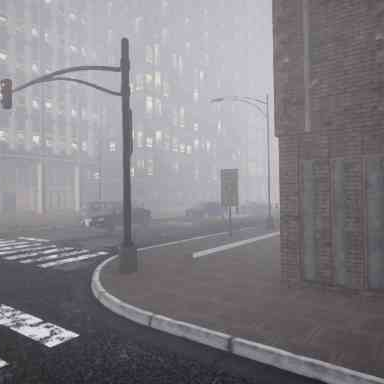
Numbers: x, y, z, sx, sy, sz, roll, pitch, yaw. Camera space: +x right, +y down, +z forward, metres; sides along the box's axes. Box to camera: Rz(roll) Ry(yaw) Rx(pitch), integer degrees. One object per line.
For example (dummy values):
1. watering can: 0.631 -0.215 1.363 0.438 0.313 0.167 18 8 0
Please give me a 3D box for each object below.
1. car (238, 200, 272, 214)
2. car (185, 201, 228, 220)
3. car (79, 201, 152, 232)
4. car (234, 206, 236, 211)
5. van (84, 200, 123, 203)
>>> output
1. car: 7.292 1.707 37.469 1.895 1.301 4.718 -1 -1 36
2. car: 1.343 1.563 29.178 1.882 1.535 5.008 -1 -1 36
3. car: -4.580 1.558 20.927 2.128 1.511 4.902 -1 -1 34
4. car: 6.873 1.689 41.354 1.752 1.417 4.829 -2 -1 36
5. van: -5.958 1.460 23.441 1.690 1.788 3.998 -2 -1 36
